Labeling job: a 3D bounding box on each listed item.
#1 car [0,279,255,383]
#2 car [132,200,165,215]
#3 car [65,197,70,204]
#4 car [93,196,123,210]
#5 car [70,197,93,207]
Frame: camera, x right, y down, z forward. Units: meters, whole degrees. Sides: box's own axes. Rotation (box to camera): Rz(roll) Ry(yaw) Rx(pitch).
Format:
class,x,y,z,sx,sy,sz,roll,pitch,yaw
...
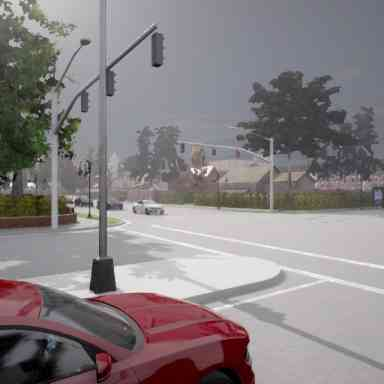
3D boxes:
class,x,y,z,sx,sy,sz,roll,pitch,yaw
car,-1.680,1.478,2.570,5.008,1.535,1.882,0,0,-35
car,-4.618,1.526,34.389,1.812,1.442,4.674,0,0,-35
car,-22.507,1.564,59.160,1.994,1.385,4.181,0,0,-35
car,-10.537,1.352,42.572,2.097,1.767,4.553,0,0,-36
car,-16.600,1.505,50.949,1.837,1.490,4.892,0,0,-36
